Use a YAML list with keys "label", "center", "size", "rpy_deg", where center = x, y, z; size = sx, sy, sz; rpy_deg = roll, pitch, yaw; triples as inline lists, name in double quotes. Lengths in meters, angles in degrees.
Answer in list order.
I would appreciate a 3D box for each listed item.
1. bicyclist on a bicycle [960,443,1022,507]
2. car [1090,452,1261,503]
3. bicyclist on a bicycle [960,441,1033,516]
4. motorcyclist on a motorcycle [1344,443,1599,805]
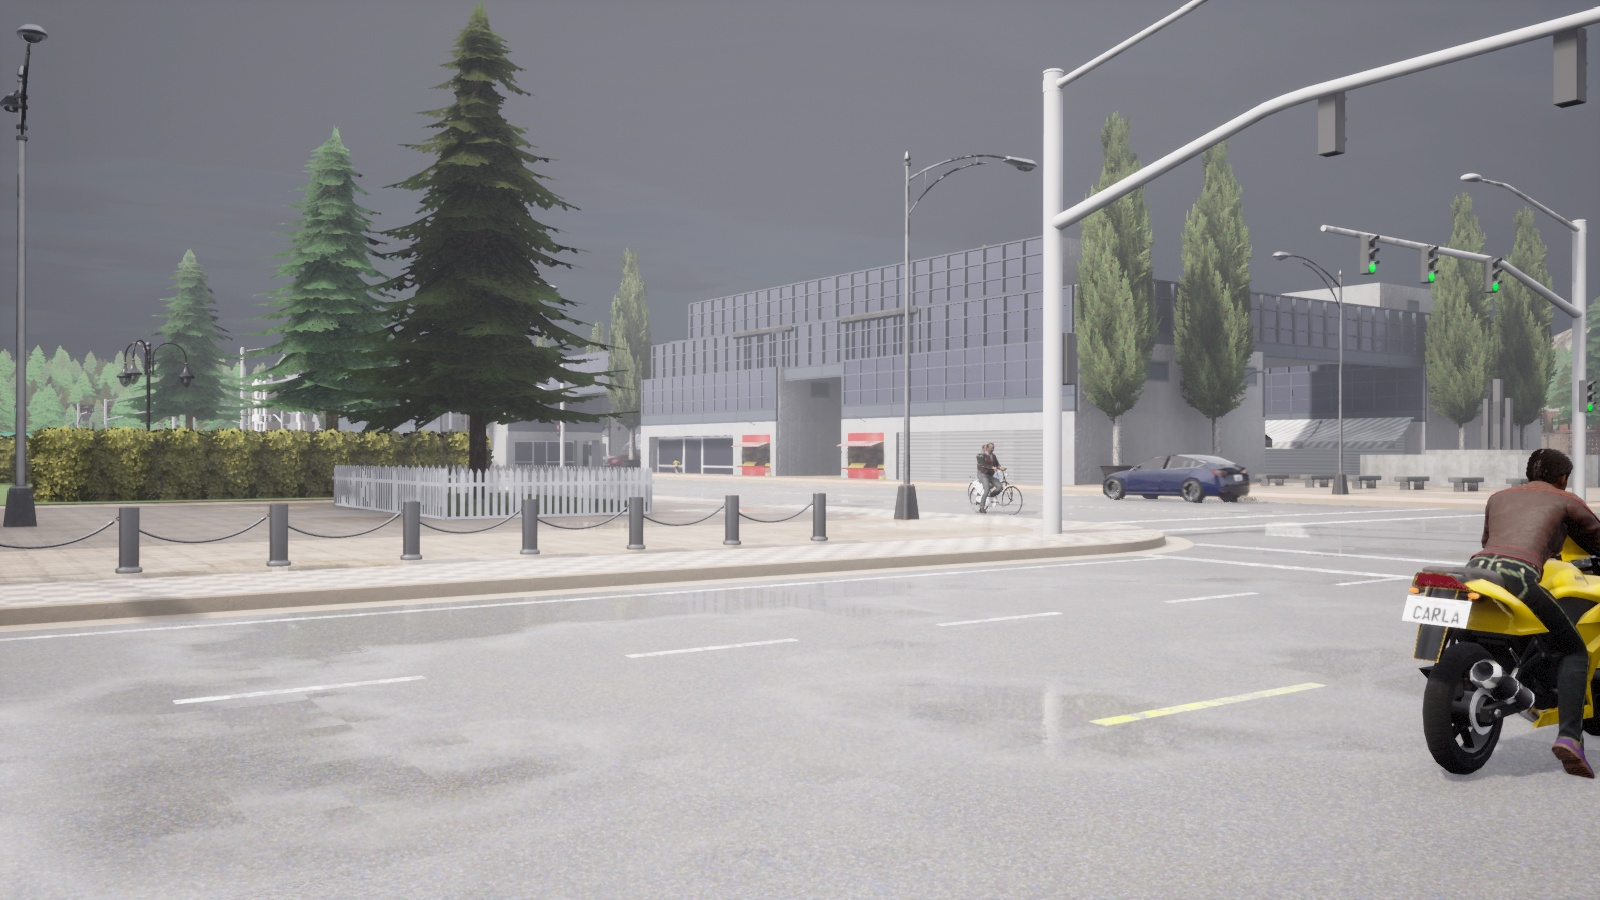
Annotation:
- label: "bicyclist on a bicycle"
  center: [5.441, 0.692, 35.879]
  size: [0.659, 1.776, 1.843]
  rpy_deg: [0, 0, -35]
- label: "car"
  center: [11.639, 0.816, 39.230]
  size: [2.163, 1.488, 4.792]
  rpy_deg: [0, 0, -35]
- label: "bicyclist on a bicycle"
  center: [4.793, 0.680, 30.691]
  size: [0.659, 1.776, 1.843]
  rpy_deg: [0, 0, -35]
- label: "motorcyclist on a motorcycle"
  center: [3.643, 0.734, 6.198]
  size: [2.044, 1.523, 0.797]
  rpy_deg: [0, 0, -35]
